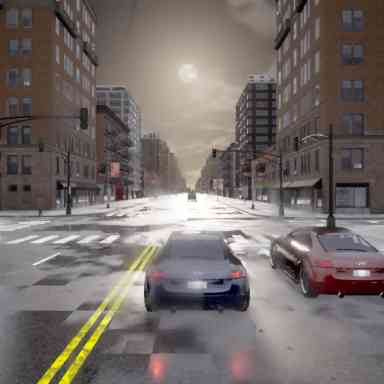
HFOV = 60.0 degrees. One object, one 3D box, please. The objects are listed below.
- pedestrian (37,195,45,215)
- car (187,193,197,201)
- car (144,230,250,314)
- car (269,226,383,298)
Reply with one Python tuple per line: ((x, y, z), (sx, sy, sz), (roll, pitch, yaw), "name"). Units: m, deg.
((-14.143, 1.170, 31.038), (0.375, 1.860, 0.375), (0, 0, 0), "pedestrian")
((-0.002, 1.212, 80.231), (2.150, 2.045, 5.566), (0, 0, 0), "car")
((0.087, 1.564, 7.715), (1.994, 1.385, 4.181), (0, 0, 0), "car")
((3.337, 1.564, 8.533), (1.994, 1.385, 4.181), (0, 0, 0), "car")
